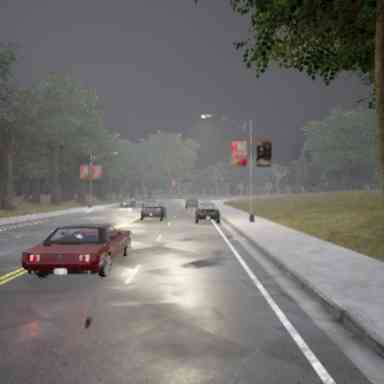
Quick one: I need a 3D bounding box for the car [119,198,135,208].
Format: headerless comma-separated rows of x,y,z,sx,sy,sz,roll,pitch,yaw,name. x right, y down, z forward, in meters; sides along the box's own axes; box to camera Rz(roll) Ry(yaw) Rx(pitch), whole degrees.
-9.816,1.627,51.087,2.128,1.511,4.902,0,0,0,car

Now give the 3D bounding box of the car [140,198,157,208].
-6.554,1.699,50.702,1.994,1.385,4.181,0,0,0,car

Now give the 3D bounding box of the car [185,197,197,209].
0.022,1.613,46.774,2.128,1.511,4.902,0,0,0,car

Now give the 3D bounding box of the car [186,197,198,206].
0.062,1.644,61.500,1.882,1.535,5.008,0,0,3,car

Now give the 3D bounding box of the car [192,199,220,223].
1.143,1.563,25.758,1.837,1.490,4.892,0,0,0,car

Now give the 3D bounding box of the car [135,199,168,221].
-3.145,1.555,27.981,2.128,1.511,4.902,0,0,0,car

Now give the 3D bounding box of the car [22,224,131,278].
-3.148,1.621,10.207,1.895,1.301,4.718,0,0,0,car
